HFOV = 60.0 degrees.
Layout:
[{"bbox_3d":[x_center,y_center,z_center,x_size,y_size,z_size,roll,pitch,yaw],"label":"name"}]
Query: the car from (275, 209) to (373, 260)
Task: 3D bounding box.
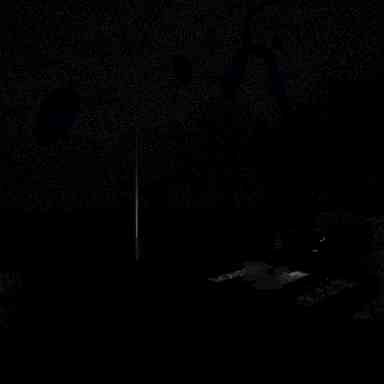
[{"bbox_3d":[5.029,1.410,12.381,5.008,1.535,1.882,0,0,-43],"label":"car"}]
